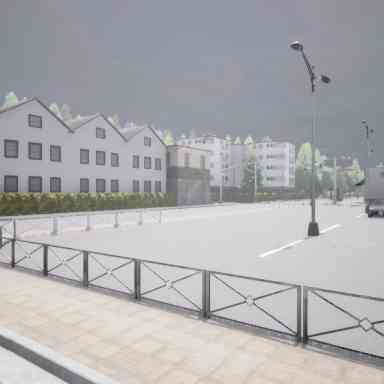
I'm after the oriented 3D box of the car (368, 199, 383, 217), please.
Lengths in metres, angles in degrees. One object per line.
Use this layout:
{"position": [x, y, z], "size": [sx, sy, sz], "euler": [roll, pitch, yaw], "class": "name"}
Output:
{"position": [15.443, 1.298, 26.791], "size": [2.007, 1.523, 4.514], "euler": [0, 0, 35], "class": "car"}
